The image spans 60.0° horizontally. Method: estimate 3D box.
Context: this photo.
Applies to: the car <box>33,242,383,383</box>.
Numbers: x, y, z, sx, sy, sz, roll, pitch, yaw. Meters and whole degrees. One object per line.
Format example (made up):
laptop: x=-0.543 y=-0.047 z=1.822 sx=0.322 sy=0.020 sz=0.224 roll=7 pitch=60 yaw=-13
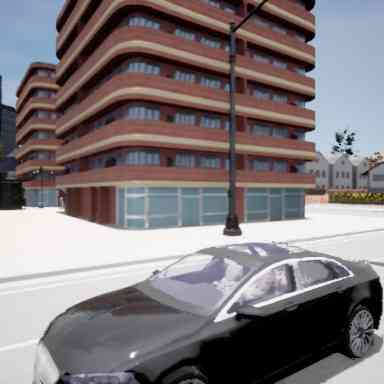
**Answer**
car: x=0.625 y=1.495 z=4.393 sx=4.902 sy=1.511 sz=2.128 roll=0 pitch=0 yaw=-35
